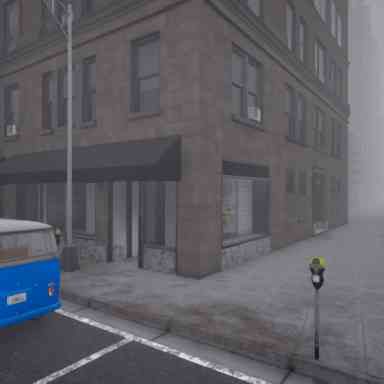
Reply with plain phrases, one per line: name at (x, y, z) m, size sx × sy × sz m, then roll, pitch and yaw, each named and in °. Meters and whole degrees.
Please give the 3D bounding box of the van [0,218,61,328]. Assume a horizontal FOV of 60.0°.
van at (-4.088, 1.340, 5.994) m, size 3.998 × 1.788 × 1.690 m, roll 0°, pitch 0°, yaw 35°
